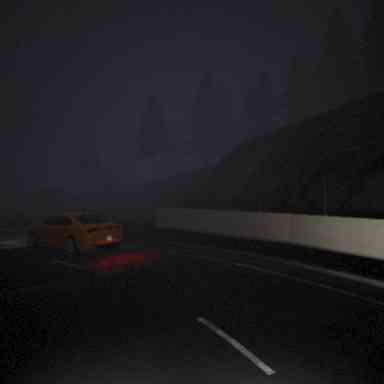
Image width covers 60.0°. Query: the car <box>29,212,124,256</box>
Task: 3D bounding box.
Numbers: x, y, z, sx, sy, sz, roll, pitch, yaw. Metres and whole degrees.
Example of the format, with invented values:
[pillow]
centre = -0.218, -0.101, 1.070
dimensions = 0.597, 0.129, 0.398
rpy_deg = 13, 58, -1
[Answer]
[car]
centre = -4.903, 1.572, 13.706
dimensions = 5.008, 1.535, 1.882
rpy_deg = -1, 0, 40
